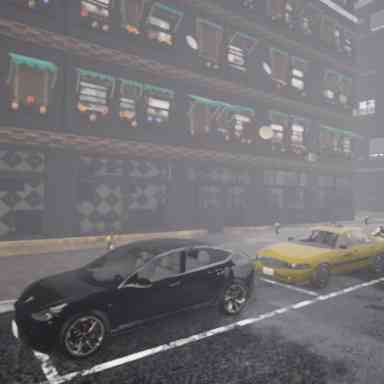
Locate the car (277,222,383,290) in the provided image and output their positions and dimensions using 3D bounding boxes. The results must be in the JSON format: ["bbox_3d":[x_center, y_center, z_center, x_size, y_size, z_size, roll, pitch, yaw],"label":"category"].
[{"bbox_3d":[3.758,1.537,9.185,4.829,1.417,1.752,0,1,-36],"label":"car"}]

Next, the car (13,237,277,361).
[{"bbox_3d":[-0.731,1.569,5.982,4.313,1.339,1.947,0,1,-35],"label":"car"}]
